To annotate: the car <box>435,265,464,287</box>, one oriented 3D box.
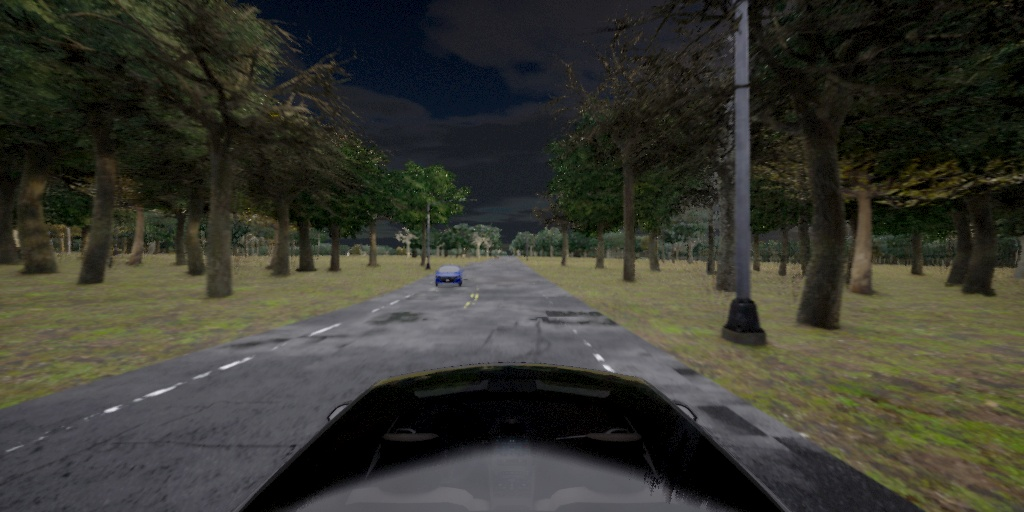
[{"bbox_3d":[-4.615,1.390,26.704,1.882,1.535,5.008,0,0,-6],"label":"car"}]
